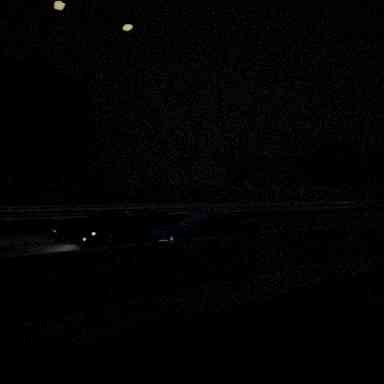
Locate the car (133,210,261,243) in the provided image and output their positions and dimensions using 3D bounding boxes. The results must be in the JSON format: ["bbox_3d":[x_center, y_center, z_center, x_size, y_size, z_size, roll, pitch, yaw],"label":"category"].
[{"bbox_3d":[0.500,1.506,12.951,5.008,1.535,1.882,0,0,-36],"label":"car"}]

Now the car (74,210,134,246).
[{"bbox_3d":[-2.267,1.573,15.276,5.357,1.411,2.033,0,0,-36],"label":"car"}]

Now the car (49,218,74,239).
[{"bbox_3d":[-4.949,1.623,17.662,4.718,1.301,1.895,0,0,-36],"label":"car"}]
